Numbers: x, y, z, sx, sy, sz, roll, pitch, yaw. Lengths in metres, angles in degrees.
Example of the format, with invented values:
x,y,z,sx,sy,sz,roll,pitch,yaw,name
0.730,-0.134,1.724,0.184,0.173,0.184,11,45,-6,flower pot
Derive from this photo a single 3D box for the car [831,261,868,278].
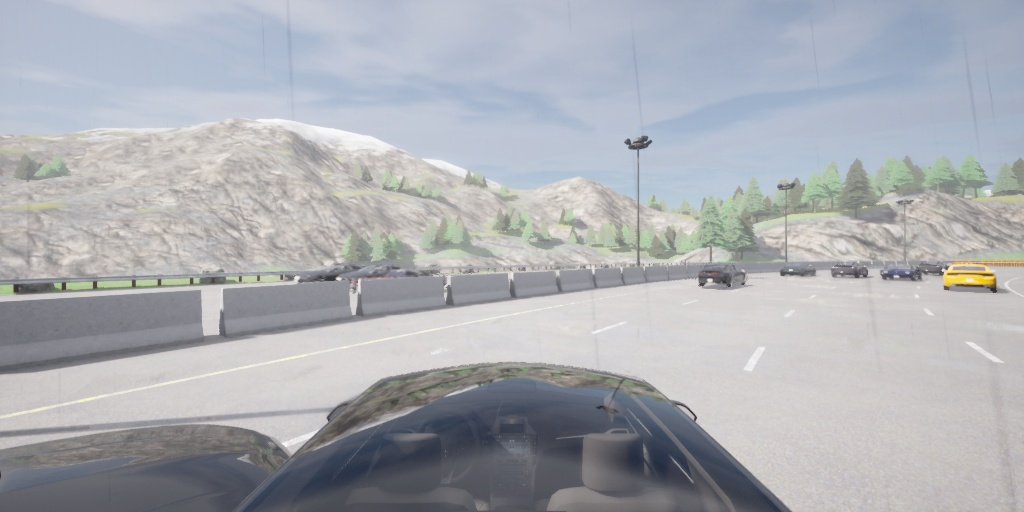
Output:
x,y,z,sx,sy,sz,roll,pitch,yaw,name
31.372,1.241,33.307,4.902,1.511,2.128,0,0,-35,car

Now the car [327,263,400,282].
x,y,z,sx,sy,sz,roll,pitch,yaw,name
-8.006,1.241,21.641,2.128,1.511,4.902,0,0,42,car

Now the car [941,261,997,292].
x,y,z,sx,sy,sz,roll,pitch,yaw,name
27.633,1.227,21.713,5.008,1.535,1.882,0,0,-39,car

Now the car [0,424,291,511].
x,y,z,sx,sy,sz,roll,pitch,yaw,name
-2.981,1.255,0.495,4.892,1.490,1.837,0,0,-45,car

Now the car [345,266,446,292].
x,y,z,sx,sy,sz,roll,pitch,yaw,name
-5.867,1.351,18.826,1.895,1.301,4.718,0,0,41,car

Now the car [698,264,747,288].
x,y,z,sx,sy,sz,roll,pitch,yaw,name
14.068,1.254,23.890,4.892,1.490,1.837,0,0,-43,car

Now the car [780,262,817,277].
x,y,z,sx,sy,sz,roll,pitch,yaw,name
28.206,1.314,35.331,4.181,1.385,1.994,0,0,-36,car

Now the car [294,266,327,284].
x,y,z,sx,sy,sz,roll,pitch,yaw,name
-11.272,1.241,23.232,2.128,1.511,4.902,0,0,41,car

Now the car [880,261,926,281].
x,y,z,sx,sy,sz,roll,pitch,yaw,name
32.306,1.351,29.698,4.718,1.301,1.895,0,0,-35,car

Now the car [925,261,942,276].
x,y,z,sx,sy,sz,roll,pitch,yaw,name
43.310,1.241,36.831,4.902,1.511,2.128,0,0,-31,car
